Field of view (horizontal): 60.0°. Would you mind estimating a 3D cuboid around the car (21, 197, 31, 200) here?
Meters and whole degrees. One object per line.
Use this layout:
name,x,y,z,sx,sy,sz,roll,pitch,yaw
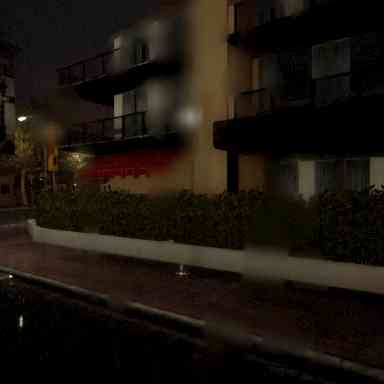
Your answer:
car,-35.606,1.480,67.647,4.892,1.521,2.231,0,0,36
